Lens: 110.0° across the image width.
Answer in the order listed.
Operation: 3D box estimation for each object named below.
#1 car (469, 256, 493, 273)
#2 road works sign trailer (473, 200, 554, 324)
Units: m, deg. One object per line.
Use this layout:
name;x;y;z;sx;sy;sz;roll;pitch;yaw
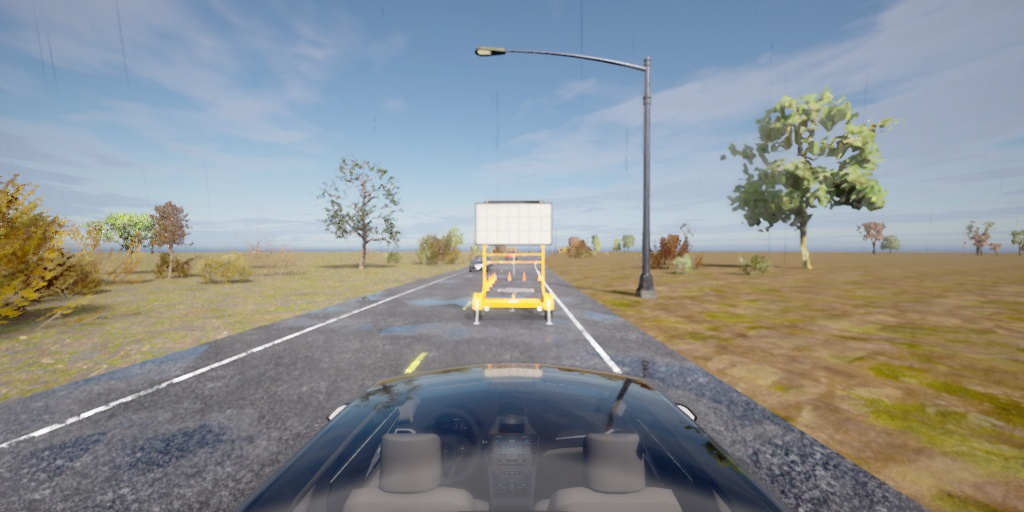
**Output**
car;-2.893;0.756;34.003;2.128;1.511;4.902;0;1;2
road works sign trailer;0.057;0.071;11.274;2.380;3.560;2.880;0;0;1
